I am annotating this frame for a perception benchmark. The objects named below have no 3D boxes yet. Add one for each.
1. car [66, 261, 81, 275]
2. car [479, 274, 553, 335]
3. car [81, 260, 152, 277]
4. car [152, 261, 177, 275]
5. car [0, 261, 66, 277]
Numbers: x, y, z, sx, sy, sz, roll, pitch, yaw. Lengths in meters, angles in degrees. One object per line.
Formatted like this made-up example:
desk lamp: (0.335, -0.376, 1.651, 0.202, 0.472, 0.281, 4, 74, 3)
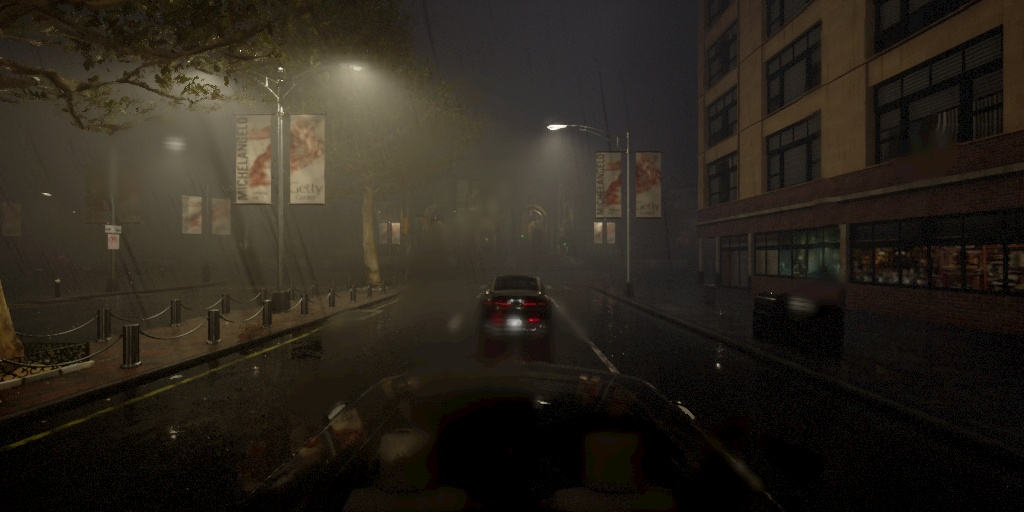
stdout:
car: (-48.130, 1.247, 38.417, 4.902, 1.511, 2.128, 0, 0, 0)
car: (0.130, 1.257, 10.511, 1.837, 1.490, 4.892, 0, 0, 1)
car: (-38.387, 1.319, 34.874, 4.181, 1.385, 1.994, 0, 0, 0)
car: (-38.880, 1.233, 38.380, 5.008, 1.535, 1.882, 0, 0, 0)
car: (-47.247, 1.260, 34.910, 4.892, 1.490, 1.837, 0, 0, 0)
